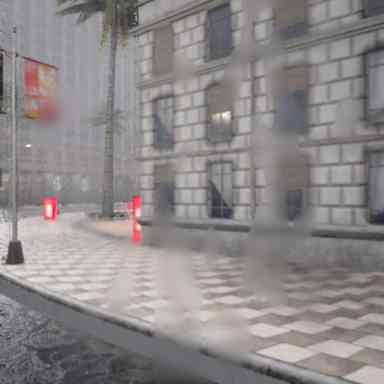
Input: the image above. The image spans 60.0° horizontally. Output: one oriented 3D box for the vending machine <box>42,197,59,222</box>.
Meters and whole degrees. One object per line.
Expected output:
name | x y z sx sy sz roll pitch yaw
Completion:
vending machine | -12.051 1.489 28.314 1.100 2.100 0.880 0 0 -10
